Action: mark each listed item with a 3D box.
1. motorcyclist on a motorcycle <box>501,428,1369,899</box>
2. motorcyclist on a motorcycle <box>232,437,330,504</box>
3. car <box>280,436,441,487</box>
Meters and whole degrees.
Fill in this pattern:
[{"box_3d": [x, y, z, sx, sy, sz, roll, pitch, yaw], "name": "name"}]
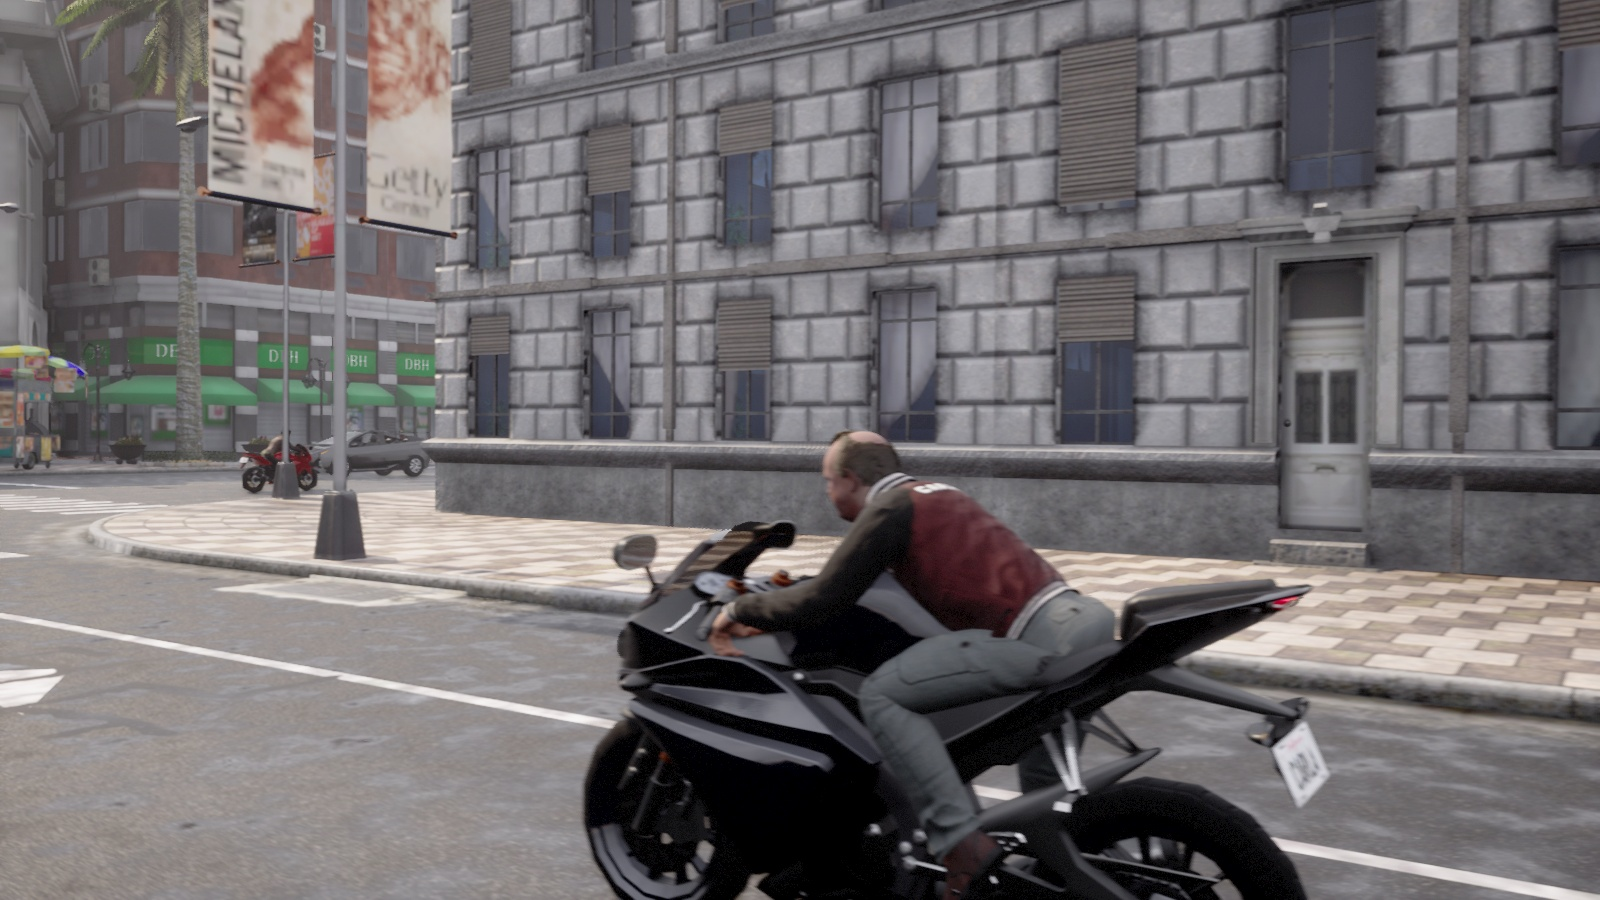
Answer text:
[{"box_3d": [0.289, 0.719, 3.431, 2.191, 1.530, 0.866, 0, 1, 34], "name": "motorcyclist on a motorcycle"}, {"box_3d": [-12.362, 0.469, 29.971, 0.797, 1.523, 2.044, 0, 1, 34], "name": "motorcyclist on a motorcycle"}, {"box_3d": [-13.981, 0.323, 40.187, 2.007, 1.525, 4.514, 0, 1, 34], "name": "car"}]
